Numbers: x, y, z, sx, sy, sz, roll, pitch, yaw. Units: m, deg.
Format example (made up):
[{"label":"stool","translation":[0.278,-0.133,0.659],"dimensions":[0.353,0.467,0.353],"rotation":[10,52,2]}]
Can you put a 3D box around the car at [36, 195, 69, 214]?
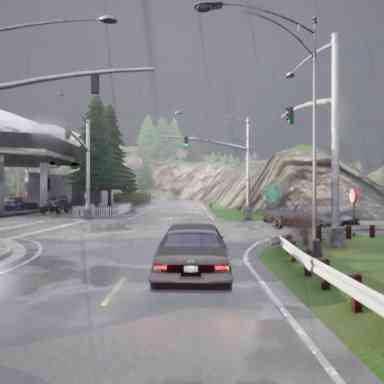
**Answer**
[{"label":"car","translation":[-14.583,1.309,35.535],"dimensions":[1.905,1.878,3.866],"rotation":[0,0,-1]}]

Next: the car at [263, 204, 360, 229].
[{"label":"car","translation":[6.128,1.359,17.759],"dimensions":[2.033,1.411,5.357],"rotation":[0,0,-29]}]

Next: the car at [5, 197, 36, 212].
[{"label":"car","translation":[-20.297,1.476,39.804],"dimensions":[2.242,1.667,4.611],"rotation":[0,0,-1]}]

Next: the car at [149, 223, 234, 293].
[{"label":"car","translation":[0.025,1.546,8.994],"dimensions":[2.033,1.411,5.357],"rotation":[0,0,1]}]
